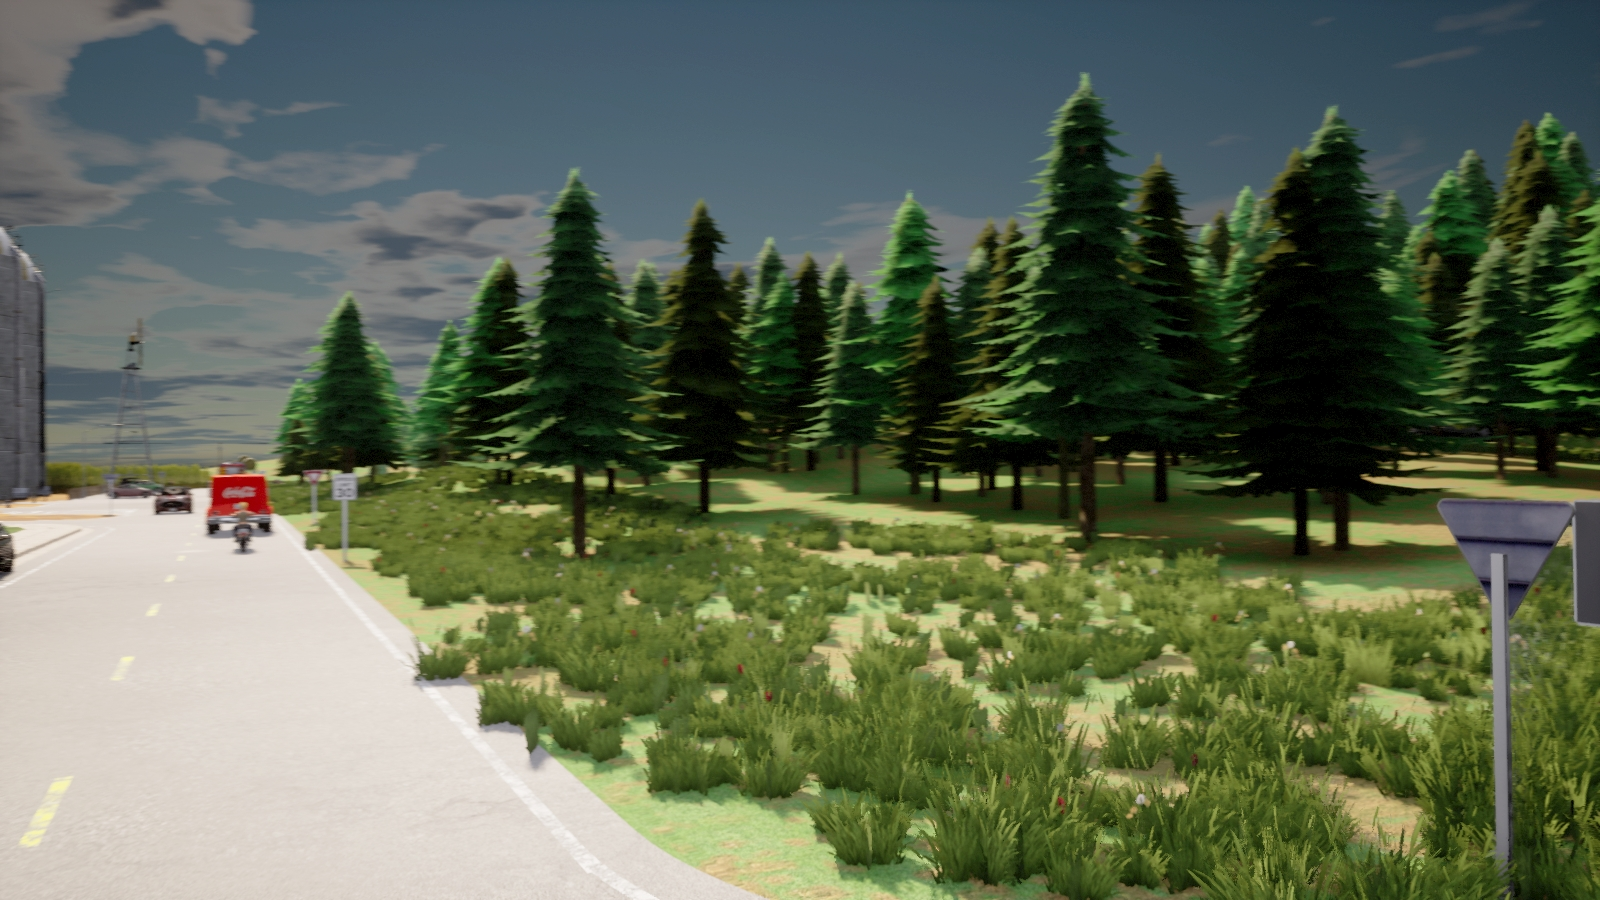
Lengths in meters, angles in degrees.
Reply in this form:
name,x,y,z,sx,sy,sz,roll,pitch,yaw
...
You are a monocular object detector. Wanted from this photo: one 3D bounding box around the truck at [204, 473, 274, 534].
name,x,y,z,sx,sy,sz,roll,pitch,yaw
truck,-24.677,2.299,50.290,2.627,2.467,5.204,0,-1,-26
